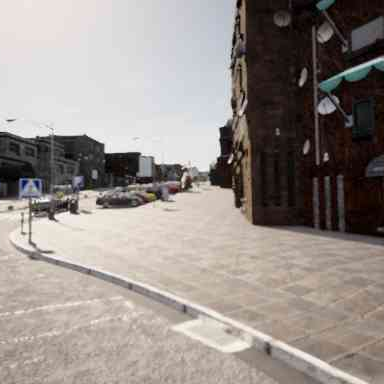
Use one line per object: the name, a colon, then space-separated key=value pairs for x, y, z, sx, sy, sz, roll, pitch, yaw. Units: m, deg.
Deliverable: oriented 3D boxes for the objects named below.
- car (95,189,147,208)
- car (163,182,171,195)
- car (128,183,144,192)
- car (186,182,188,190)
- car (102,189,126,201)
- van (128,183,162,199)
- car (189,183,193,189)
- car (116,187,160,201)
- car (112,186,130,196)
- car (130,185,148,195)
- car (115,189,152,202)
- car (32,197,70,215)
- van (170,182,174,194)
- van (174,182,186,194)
car: x=-7.632 y=0.834 z=35.060 sx=4.892 sy=1.521 sz=2.231 roll=-1 pitch=3 yaw=-13
car: x=-6.276 y=-0.020 z=47.121 sx=5.566 sy=2.045 sz=2.435 roll=-1 pitch=3 yaw=-13
car: x=-11.841 y=-1.050 z=71.028 sx=2.097 sy=1.767 sz=4.553 roll=-1 pitch=3 yaw=7
car: x=-3.871 y=-0.949 z=68.294 sx=4.553 sy=1.767 sz=2.185 roll=-1 pitch=3 yaw=-13
car: x=-11.110 y=0.398 z=47.829 sx=1.994 sy=1.385 sz=4.181 roll=-1 pitch=3 yaw=7
van: x=-6.481 y=0.153 z=44.142 sx=4.442 sy=1.987 sz=1.878 roll=-1 pitch=3 yaw=-13
car: x=-2.143 y=-1.573 z=83.432 sx=4.892 sy=1.521 sz=2.231 roll=-1 pitch=3 yaw=-14
car: x=-7.116 y=0.533 z=41.056 sx=5.366 sy=1.575 sz=1.946 roll=-1 pitch=3 yaw=-13
car: x=-12.968 y=-0.216 z=61.078 sx=1.812 sy=1.442 sz=4.674 roll=-1 pitch=3 yaw=7
car: x=-9.687 y=-0.350 z=61.145 sx=1.882 sy=1.535 sz=5.008 roll=-1 pitch=3 yaw=7
car: x=-7.278 y=0.722 z=38.079 sx=4.674 sy=1.452 sz=2.002 roll=-1 pitch=3 yaw=-13
car: x=-12.796 y=1.179 z=30.673 sx=2.128 sy=1.511 sz=4.902 roll=-1 pitch=3 yaw=3
van: x=-5.675 y=-0.294 z=53.148 sx=4.442 sy=1.987 sz=1.878 roll=-1 pitch=3 yaw=-13
van: x=-4.074 y=-0.902 z=65.301 sx=4.442 sy=1.987 sz=1.878 roll=-1 pitch=3 yaw=-13
